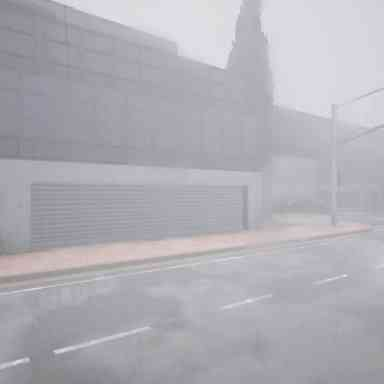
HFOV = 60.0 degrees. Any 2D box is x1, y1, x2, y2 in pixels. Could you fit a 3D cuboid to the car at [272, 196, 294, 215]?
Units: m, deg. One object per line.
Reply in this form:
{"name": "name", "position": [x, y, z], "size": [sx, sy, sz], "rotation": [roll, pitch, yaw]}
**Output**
{"name": "car", "position": [7.132, 1.223, 33.766], "size": [2.150, 2.045, 5.566], "rotation": [0, 0, -37]}

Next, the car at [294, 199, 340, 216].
{"name": "car", "position": [12.096, 1.491, 32.967], "size": [2.128, 1.511, 4.902], "rotation": [0, 0, -37]}
